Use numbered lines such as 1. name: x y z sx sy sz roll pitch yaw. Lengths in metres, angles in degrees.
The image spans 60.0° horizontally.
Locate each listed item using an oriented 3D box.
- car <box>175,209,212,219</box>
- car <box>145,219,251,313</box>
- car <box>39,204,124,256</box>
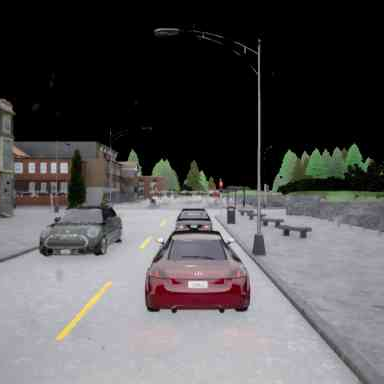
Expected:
1. car: 0.081 1.547 16.972 2.033 1.411 5.357 0 0 0
2. car: 0.094 1.564 7.736 1.994 1.385 4.181 0 0 0
3. car: -4.103 1.352 13.035 2.097 1.767 4.553 0 0 0
